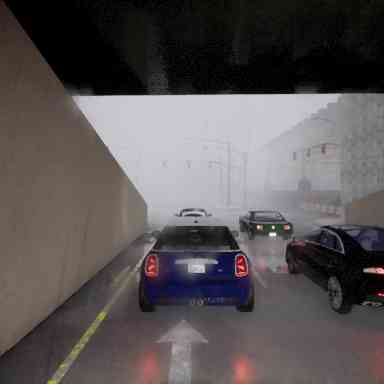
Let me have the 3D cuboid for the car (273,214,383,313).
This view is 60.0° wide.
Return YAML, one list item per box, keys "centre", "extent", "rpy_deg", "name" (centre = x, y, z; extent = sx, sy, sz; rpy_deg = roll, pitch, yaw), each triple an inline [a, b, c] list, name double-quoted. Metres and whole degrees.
- centre: [3.581, 1.492, 7.644]
  extent: [2.128, 1.511, 4.902]
  rpy_deg: [0, 0, 0]
  name: "car"

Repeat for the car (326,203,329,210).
- centre: [17.507, 1.453, 39.360]
  extent: [2.038, 1.542, 4.974]
  rpy_deg: [0, 0, 45]
  name: "car"

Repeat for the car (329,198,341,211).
- centre: [17.406, 1.453, 34.753]
  extent: [2.038, 1.542, 4.974]
  rpy_deg: [0, 0, -35]
  name: "car"

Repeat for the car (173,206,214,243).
- centre: [0.065, 1.526, 16.961]
  extent: [1.812, 1.442, 4.674]
  rpy_deg: [0, 0, 0]
  name: "car"

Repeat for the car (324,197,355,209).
- centre: [17.543, 1.295, 39.397]
  extent: [1.853, 1.218, 4.536]
  rpy_deg: [0, 0, 45]
  name: "car"

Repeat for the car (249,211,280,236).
- centre: [3.587, 1.601, 16.970]
  extent: [1.895, 1.301, 4.718]
  rpy_deg: [0, 0, 0]
  name: "car"

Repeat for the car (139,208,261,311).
- centre: [0.082, 1.352, 7.910]
  extent: [2.097, 1.767, 4.553]
  rpy_deg: [0, 0, 0]
  name: "car"
